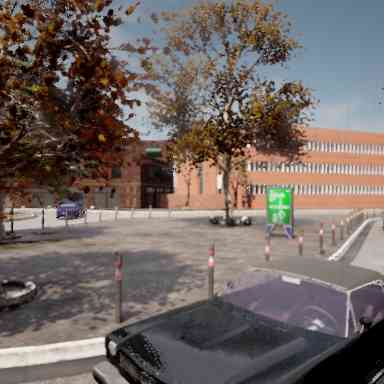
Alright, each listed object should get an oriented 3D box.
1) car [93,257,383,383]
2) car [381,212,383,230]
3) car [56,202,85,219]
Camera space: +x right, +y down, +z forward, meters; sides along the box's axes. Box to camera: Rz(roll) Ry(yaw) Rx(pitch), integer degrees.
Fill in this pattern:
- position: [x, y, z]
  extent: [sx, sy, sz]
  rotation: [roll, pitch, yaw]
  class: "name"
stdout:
- position: [1.301, 1.622, 4.134]
  extent: [4.718, 1.301, 1.895]
  rotation: [0, 0, -42]
  class: "car"
- position: [13.664, 1.721, 21.861]
  extent: [2.128, 1.511, 4.902]
  rotation: [0, -1, 32]
  class: "car"
- position: [-11.070, 1.644, 30.587]
  extent: [1.812, 1.442, 4.674]
  rotation: [1, 0, -7]
  class: "car"
